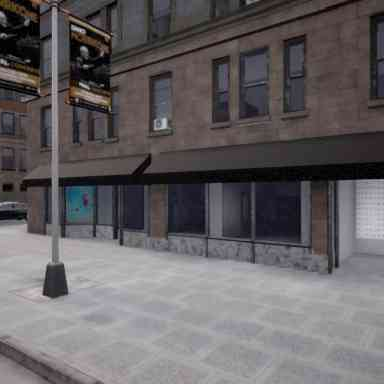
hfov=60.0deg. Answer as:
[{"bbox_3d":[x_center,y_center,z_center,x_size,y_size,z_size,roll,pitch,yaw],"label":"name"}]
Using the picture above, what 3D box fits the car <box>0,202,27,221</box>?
[{"bbox_3d":[-14.125,1.545,25.231,1.837,1.490,4.892,0,0,37],"label":"car"}]
